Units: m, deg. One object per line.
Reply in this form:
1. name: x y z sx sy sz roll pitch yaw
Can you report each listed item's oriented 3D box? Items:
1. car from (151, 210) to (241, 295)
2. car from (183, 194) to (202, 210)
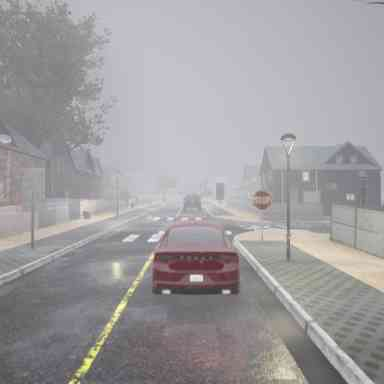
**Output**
1. car: 0.083 1.484 8.803 1.882 1.535 5.008 0 0 0
2. car: 0.029 1.276 41.940 2.150 2.045 5.566 0 0 0
